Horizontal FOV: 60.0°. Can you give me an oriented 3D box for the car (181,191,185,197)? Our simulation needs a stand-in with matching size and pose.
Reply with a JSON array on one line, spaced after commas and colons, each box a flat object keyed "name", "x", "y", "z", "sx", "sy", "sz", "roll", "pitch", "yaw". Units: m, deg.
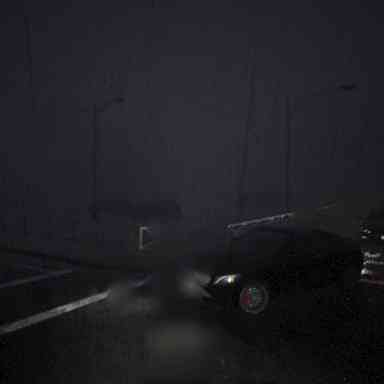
[{"name": "car", "x": -4.016, "y": 0.991, "z": 68.400, "sx": 3.806, "sy": 1.475, "sz": 1.970, "roll": 0, "pitch": 0, "yaw": 33}]

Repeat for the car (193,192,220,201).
[{"name": "car", "x": 3.101, "y": 0.769, "z": 63.789, "sx": 4.605, "sy": 1.855, "sz": 1.932, "roll": 0, "pitch": 0, "yaw": 33}]

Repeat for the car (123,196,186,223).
[{"name": "car", "x": -2.607, "y": 1.251, "z": 22.807, "sx": 3.633, "sy": 1.501, "sz": 1.845, "roll": 0, "pitch": 0, "yaw": 33}]

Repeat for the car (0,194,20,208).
[{"name": "car", "x": -22.725, "y": 1.072, "z": 39.703, "sx": 5.027, "sy": 1.636, "sz": 2.152, "roll": 0, "pitch": 0, "yaw": 33}]

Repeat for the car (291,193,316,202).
[{"name": "car", "x": 19.173, "y": 0.975, "z": 57.195, "sx": 3.806, "sy": 1.475, "sz": 1.970, "roll": 0, "pitch": 0, "yaw": 33}]

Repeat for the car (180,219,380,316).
[{"name": "car", "x": 1.967, "y": 1.492, "z": 7.482, "sx": 4.674, "sy": 1.442, "sz": 1.812, "roll": 0, "pitch": 1, "yaw": -32}]

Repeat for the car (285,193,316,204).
[{"name": "car", "x": 15.931, "y": 0.919, "z": 51.647, "sx": 5.027, "sy": 1.636, "sz": 2.152, "roll": 0, "pitch": 0, "yaw": 33}]

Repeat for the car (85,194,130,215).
[{"name": "car", "x": -7.185, "y": 1.217, "z": 29.363, "sx": 3.806, "sy": 1.475, "sz": 1.970, "roll": 0, "pitch": 0, "yaw": 33}]

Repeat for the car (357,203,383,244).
[{"name": "car", "x": 8.408, "y": 1.439, "z": 14.289, "sx": 1.837, "sy": 1.490, "sz": 4.892, "roll": 0, "pitch": 0, "yaw": 33}]

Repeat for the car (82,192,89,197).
[{"name": "car", "x": -29.839, "y": 0.937, "z": 89.917, "sx": 2.242, "sy": 1.667, "sz": 4.611, "roll": 0, "pitch": 0, "yaw": 33}]

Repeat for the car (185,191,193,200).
[{"name": "car", "x": -1.684, "y": 0.699, "z": 70.846, "sx": 3.866, "sy": 1.878, "sz": 1.905, "roll": 0, "pitch": 0, "yaw": 33}]

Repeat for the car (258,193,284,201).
[{"name": "car", "x": 15.278, "y": 0.995, "z": 64.119, "sx": 4.514, "sy": 1.523, "sz": 2.007, "roll": 0, "pitch": 0, "yaw": 33}]

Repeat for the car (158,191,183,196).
[{"name": "car", "x": -4.313, "y": 1.006, "z": 53.755, "sx": 4.514, "sy": 1.523, "sz": 2.007, "roll": 0, "pitch": 0, "yaw": 33}]

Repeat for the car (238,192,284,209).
[{"name": "car", "x": 7.682, "y": 0.916, "z": 38.282, "sx": 4.605, "sy": 1.855, "sz": 1.932, "roll": 0, "pitch": 0, "yaw": 33}]
